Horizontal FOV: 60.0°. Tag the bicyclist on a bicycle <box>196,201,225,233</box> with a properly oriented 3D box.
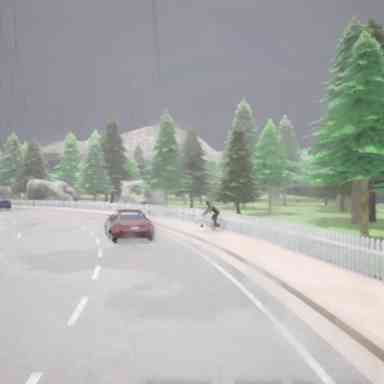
[{"bbox_3d":[0.963,1.284,17.211,1.656,1.620,0.582,0,0,-20],"label":"bicyclist on a bicycle"}]

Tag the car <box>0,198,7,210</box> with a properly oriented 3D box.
[{"bbox_3d":[-22.198,1.420,35.244,4.902,1.511,2.128,0,0,35],"label":"car"}]

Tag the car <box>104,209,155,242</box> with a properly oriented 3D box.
[{"bbox_3d":[-3.170,1.542,16.435,1.994,1.385,4.181,0,0,-20],"label":"car"}]

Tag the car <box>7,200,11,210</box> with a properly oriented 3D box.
[{"bbox_3d":[-24.143,1.397,40.507,5.008,1.535,1.882,0,0,30],"label":"car"}]

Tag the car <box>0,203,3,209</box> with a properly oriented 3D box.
[{"bbox_3d":[-14.734,1.554,23.110,1.895,1.301,4.718,0,0,-37],"label":"car"}]
